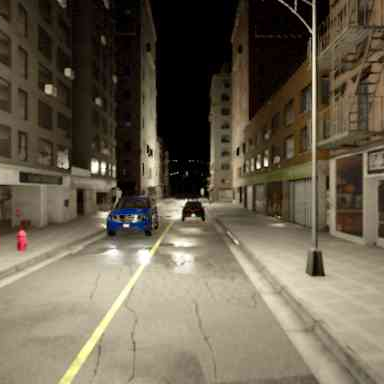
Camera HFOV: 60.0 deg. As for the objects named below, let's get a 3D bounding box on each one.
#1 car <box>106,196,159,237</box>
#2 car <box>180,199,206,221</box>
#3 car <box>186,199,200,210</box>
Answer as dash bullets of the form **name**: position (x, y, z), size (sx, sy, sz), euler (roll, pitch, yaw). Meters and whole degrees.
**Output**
- **car**: position (-3.096, 1.237, 18.471), size (2.150, 2.045, 5.566), euler (0, 0, 0)
- **car**: position (0.106, 1.532, 27.849), size (1.837, 1.490, 4.892), euler (0, 0, 0)
- **car**: position (0.112, 1.648, 45.303), size (1.895, 1.301, 4.718), euler (0, 0, 0)
